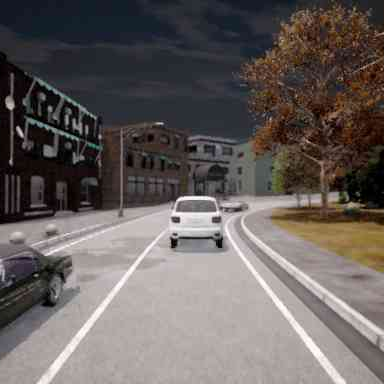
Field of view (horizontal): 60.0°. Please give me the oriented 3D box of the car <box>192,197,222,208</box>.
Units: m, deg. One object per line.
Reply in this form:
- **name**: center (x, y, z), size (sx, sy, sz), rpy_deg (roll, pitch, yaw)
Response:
- **car**: center (2.249, 1.466, 47.817), size (2.033, 1.411, 5.357), rpy_deg (-1, 0, 29)

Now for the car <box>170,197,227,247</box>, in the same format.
- **car**: center (0.243, 1.221, 15.244), size (2.150, 2.045, 5.566), rpy_deg (0, 0, 2)

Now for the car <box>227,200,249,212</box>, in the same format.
- **car**: center (5.277, 1.532, 38.805), size (1.895, 1.301, 4.718), rpy_deg (0, 0, 23)

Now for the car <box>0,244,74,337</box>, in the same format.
- **car**: center (-3.583, 1.601, 5.213), size (1.895, 1.301, 4.718), rpy_deg (0, 0, 0)
